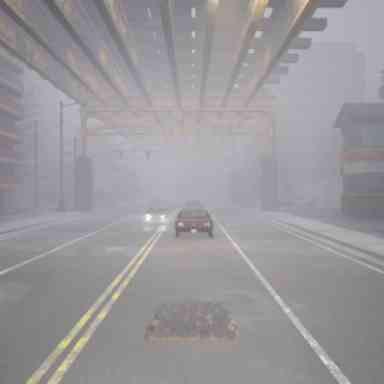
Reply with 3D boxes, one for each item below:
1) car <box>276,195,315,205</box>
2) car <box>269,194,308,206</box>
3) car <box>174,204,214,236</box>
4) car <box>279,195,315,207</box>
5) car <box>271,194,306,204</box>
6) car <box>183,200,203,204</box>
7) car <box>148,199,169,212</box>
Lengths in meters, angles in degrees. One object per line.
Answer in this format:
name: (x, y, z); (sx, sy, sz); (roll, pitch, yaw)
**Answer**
car: (13.312, 1.008, 42.731); (4.536, 1.218, 1.853); (0, 1, -20)
car: (13.590, 1.132, 46.873); (4.974, 1.542, 2.038); (0, 1, 25)
car: (0.090, 1.519, 17.731); (1.895, 1.301, 4.718); (0, 0, 0)
car: (13.264, 1.166, 42.714); (4.974, 1.542, 2.038); (0, 1, -20)
car: (13.637, 0.974, 46.850); (4.536, 1.218, 1.853); (0, 1, 25)
car: (0.100, 1.375, 30.631); (1.994, 1.385, 4.181); (0, 1, -1)
car: (-3.499, 1.385, 34.921); (1.895, 1.301, 4.718); (0, 0, 0)
